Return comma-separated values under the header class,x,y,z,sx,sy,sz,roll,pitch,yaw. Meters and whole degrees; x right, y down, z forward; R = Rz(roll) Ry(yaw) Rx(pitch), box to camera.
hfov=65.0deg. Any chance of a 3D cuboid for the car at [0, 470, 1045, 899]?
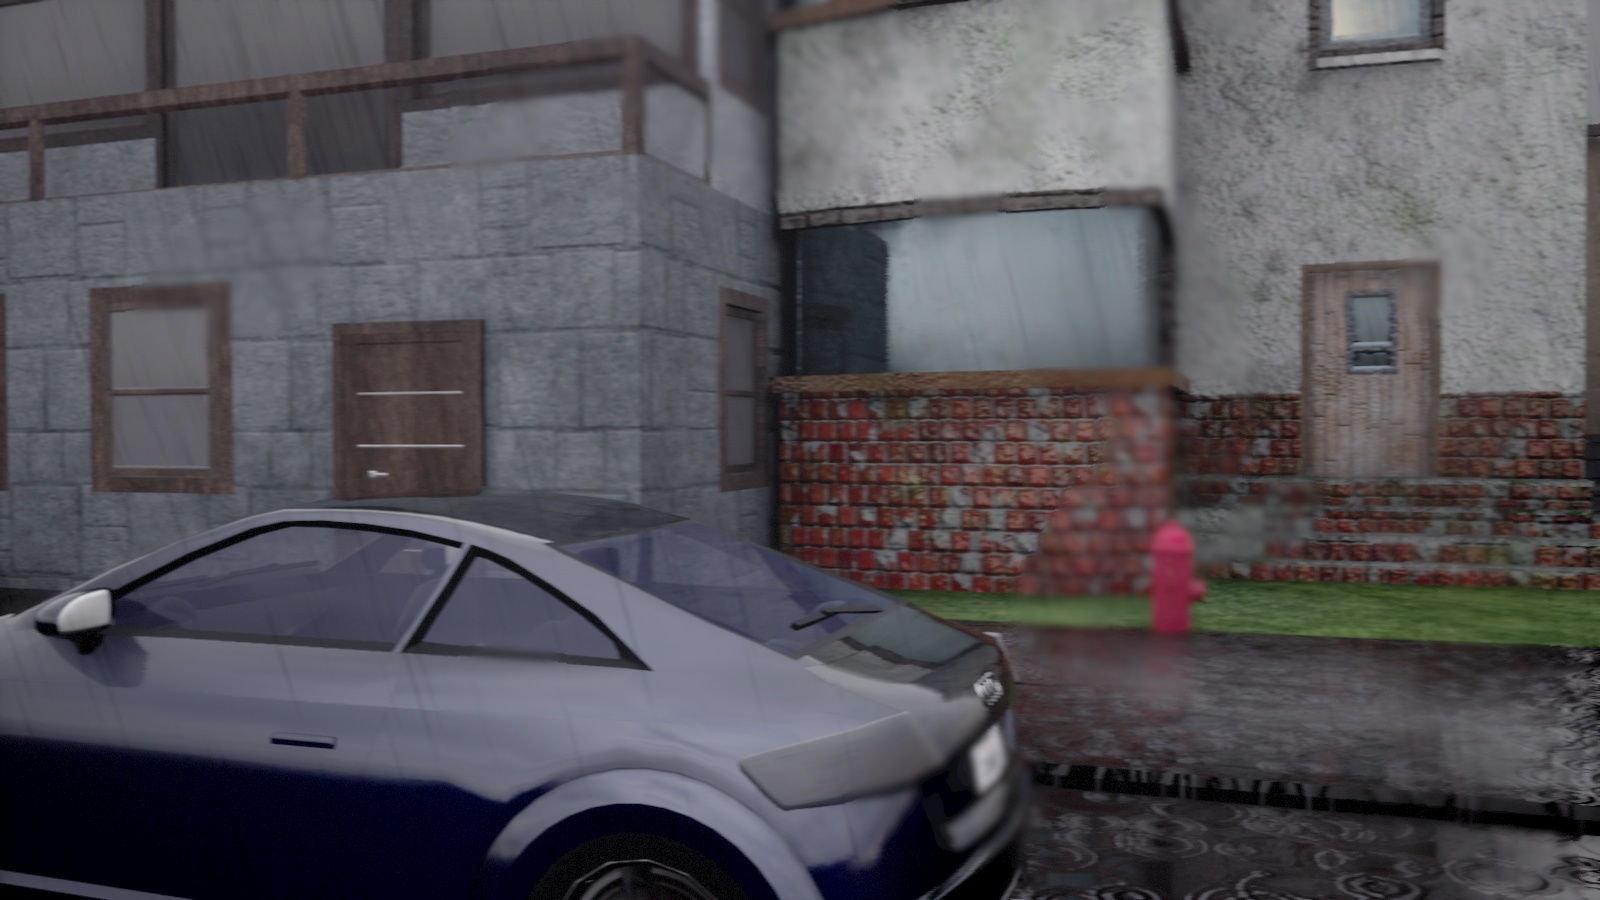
class,x,y,z,sx,sy,sz,roll,pitch,yaw
car,-1.437,0.817,4.220,4.181,1.385,1.994,1,1,20
